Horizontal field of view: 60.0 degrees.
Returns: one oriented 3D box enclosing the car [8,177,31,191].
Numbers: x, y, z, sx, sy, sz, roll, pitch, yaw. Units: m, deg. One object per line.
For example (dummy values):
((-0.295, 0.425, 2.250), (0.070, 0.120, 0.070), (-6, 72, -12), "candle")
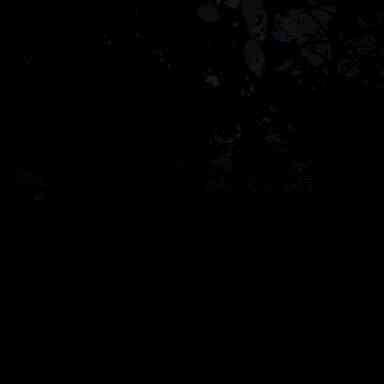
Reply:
((-20.153, -0.980, 38.608), (1.882, 1.535, 5.008), (3, 4, -39), "car")
